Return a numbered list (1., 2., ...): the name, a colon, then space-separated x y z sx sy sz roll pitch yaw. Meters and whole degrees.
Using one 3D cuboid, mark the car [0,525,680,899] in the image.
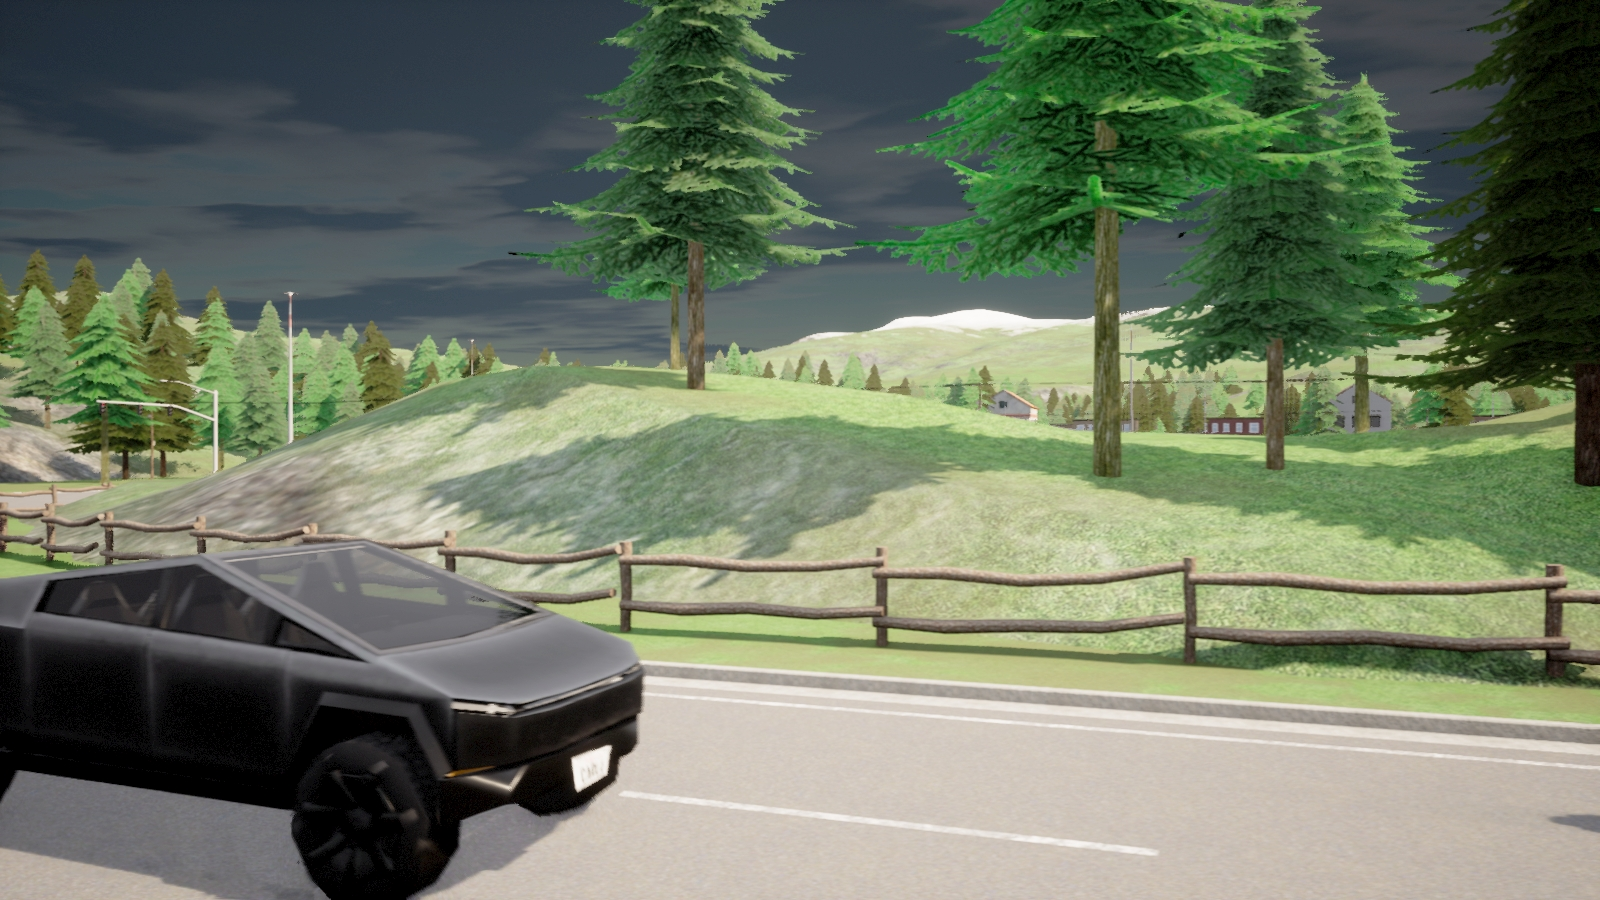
1. car: -4.275 1.772 8.784 6.274 2.098 2.390 0 0 22
